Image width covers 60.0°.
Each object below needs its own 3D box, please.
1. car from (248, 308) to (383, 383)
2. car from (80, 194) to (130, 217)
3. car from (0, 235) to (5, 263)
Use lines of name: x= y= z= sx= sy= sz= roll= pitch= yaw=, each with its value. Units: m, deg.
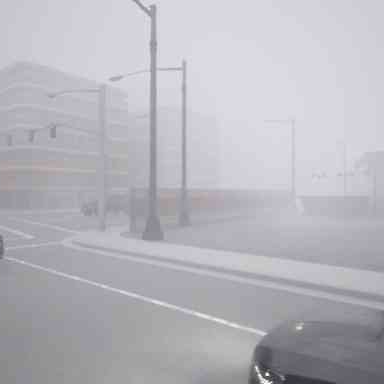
car: x=2.753 y=1.517 z=2.144 sx=4.892 sy=1.490 sz=1.837 roll=1 pitch=0 yaw=36
car: x=-7.893 y=1.249 z=31.888 sx=2.150 sy=2.045 sz=5.566 roll=0 pitch=0 yaw=38
car: x=-7.512 y=1.486 z=10.199 sx=4.902 sy=1.511 sz=2.128 roll=0 pitch=0 yaw=39
